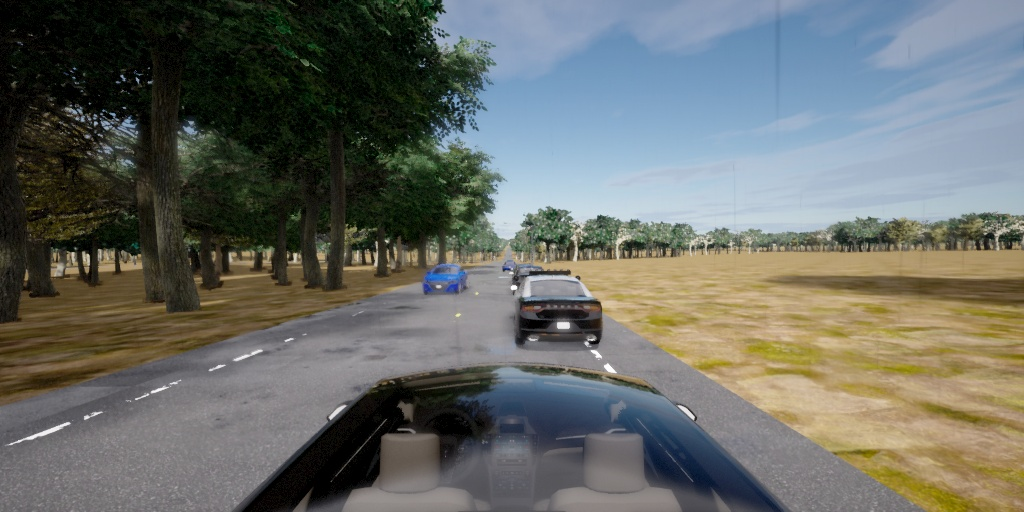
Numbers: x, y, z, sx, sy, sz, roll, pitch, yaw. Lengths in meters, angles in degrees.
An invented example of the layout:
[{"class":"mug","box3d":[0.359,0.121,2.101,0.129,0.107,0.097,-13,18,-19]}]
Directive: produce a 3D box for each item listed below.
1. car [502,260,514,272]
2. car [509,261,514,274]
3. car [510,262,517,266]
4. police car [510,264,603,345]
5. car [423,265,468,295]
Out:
[{"class":"car","box3d":[-0.253,1.347,47.265,1.994,1.385,4.181,0,0,0]},{"class":"car","box3d":[0.903,1.279,25.572,1.812,1.442,4.674,0,0,0]},{"class":"car","box3d":[0.940,1.256,19.569,1.837,1.490,4.892,0,0,0]},{"class":"police car","box3d":[1.001,1.173,9.676,1.930,1.638,5.238,0,0,0]},{"class":"car","box3d":[-3.613,1.228,20.119,1.882,1.535,5.008,0,0,0]}]
